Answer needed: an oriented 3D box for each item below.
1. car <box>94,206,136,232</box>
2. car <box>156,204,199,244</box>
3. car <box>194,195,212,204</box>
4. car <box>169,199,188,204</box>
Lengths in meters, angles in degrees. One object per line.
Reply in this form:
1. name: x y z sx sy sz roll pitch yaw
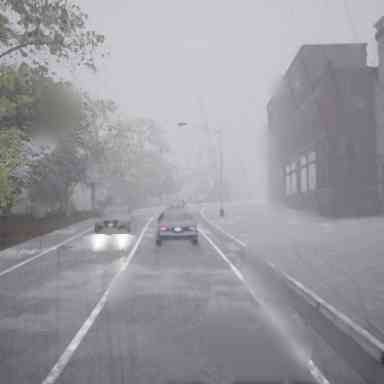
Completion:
1. car: -4.433 1.538 19.647 1.994 1.385 4.181 0 0 -4
2. car: -0.758 1.545 15.909 2.033 1.411 5.357 0 0 -4
3. car: 2.078 1.321 61.318 1.837 1.490 4.892 -3 -1 26
4. car: -1.472 1.447 34.872 2.033 1.411 5.357 -1 0 3
